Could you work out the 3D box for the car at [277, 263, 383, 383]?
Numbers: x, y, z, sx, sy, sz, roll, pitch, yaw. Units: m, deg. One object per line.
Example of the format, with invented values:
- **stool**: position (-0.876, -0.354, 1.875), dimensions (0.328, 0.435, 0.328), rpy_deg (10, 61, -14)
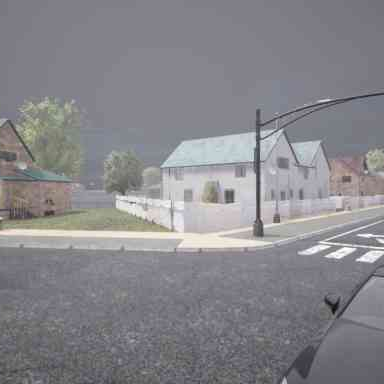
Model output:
- **car**: position (2.573, 1.525, 3.480), dimensions (1.812, 1.442, 4.674), rpy_deg (0, 0, 42)
